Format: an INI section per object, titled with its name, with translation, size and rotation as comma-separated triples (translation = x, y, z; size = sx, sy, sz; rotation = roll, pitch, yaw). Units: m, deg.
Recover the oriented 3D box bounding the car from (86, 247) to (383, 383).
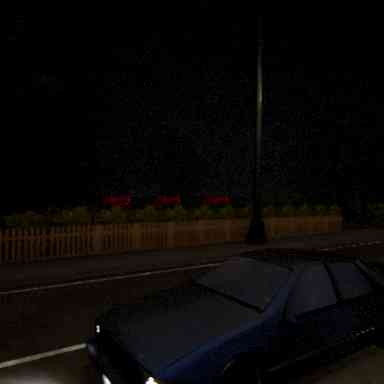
[car]
translation = 1.357, 1.592, 4.870
size = 5.357, 1.411, 2.033
rotation = 1, 0, -34
